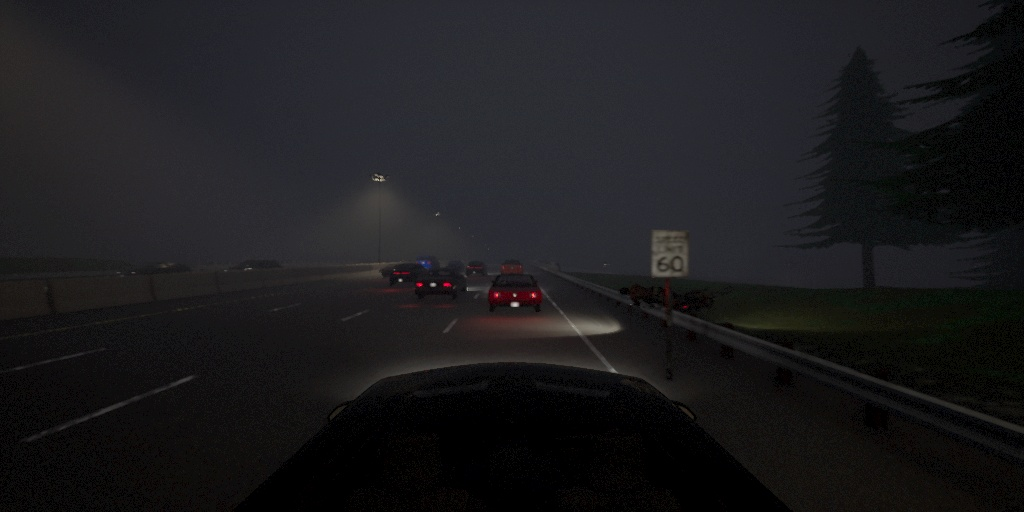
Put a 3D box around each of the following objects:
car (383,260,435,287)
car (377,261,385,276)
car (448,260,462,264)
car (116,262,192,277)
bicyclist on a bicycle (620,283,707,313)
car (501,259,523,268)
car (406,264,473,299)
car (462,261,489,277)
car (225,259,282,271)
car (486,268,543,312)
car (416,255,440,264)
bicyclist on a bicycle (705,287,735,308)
[{"bbox_3d":[-6.896,1.237,24.592,1.837,1.490,4.892,0,0,0],"label":"car"},{"bbox_3d":[-10.493,1.320,33.248,1.895,1.301,4.718,0,0,0],"label":"car"},{"bbox_3d":[-6.911,1.240,44.123,1.812,1.442,4.674,0,0,0],"label":"car"},{"bbox_3d":[-28.065,1.197,28.302,2.128,1.511,4.902,0,0,0],"label":"car"},{"bbox_3d":[3.498,1.060,8.973,1.620,0.582,1.656,20,-21,-19],"label":"bicyclist on a bicycle"},{"bbox_3d":[0.019,1.080,34.451,2.097,1.767,4.553,0,0,0],"label":"car"},{"bbox_3d":[-3.395,1.287,17.883,2.033,1.411,5.357,0,0,0],"label":"car"},{"bbox_3d":[-3.468,1.231,35.516,1.837,1.490,4.892,0,1,0],"label":"car"},{"bbox_3d":[-21.062,1.062,29.368,2.097,1.767,4.553,0,0,0],"label":"car"},{"bbox_3d":[0.103,1.343,14.246,1.895,1.301,4.718,0,0,0],"label":"car"},{"bbox_3d":[-10.478,0.935,44.689,2.150,2.045,5.566,0,0,0],"label":"car"},{"bbox_3d":[4.808,1.204,9.371,1.656,0.582,1.620,-27,-11,3],"label":"bicyclist on a bicycle"}]
